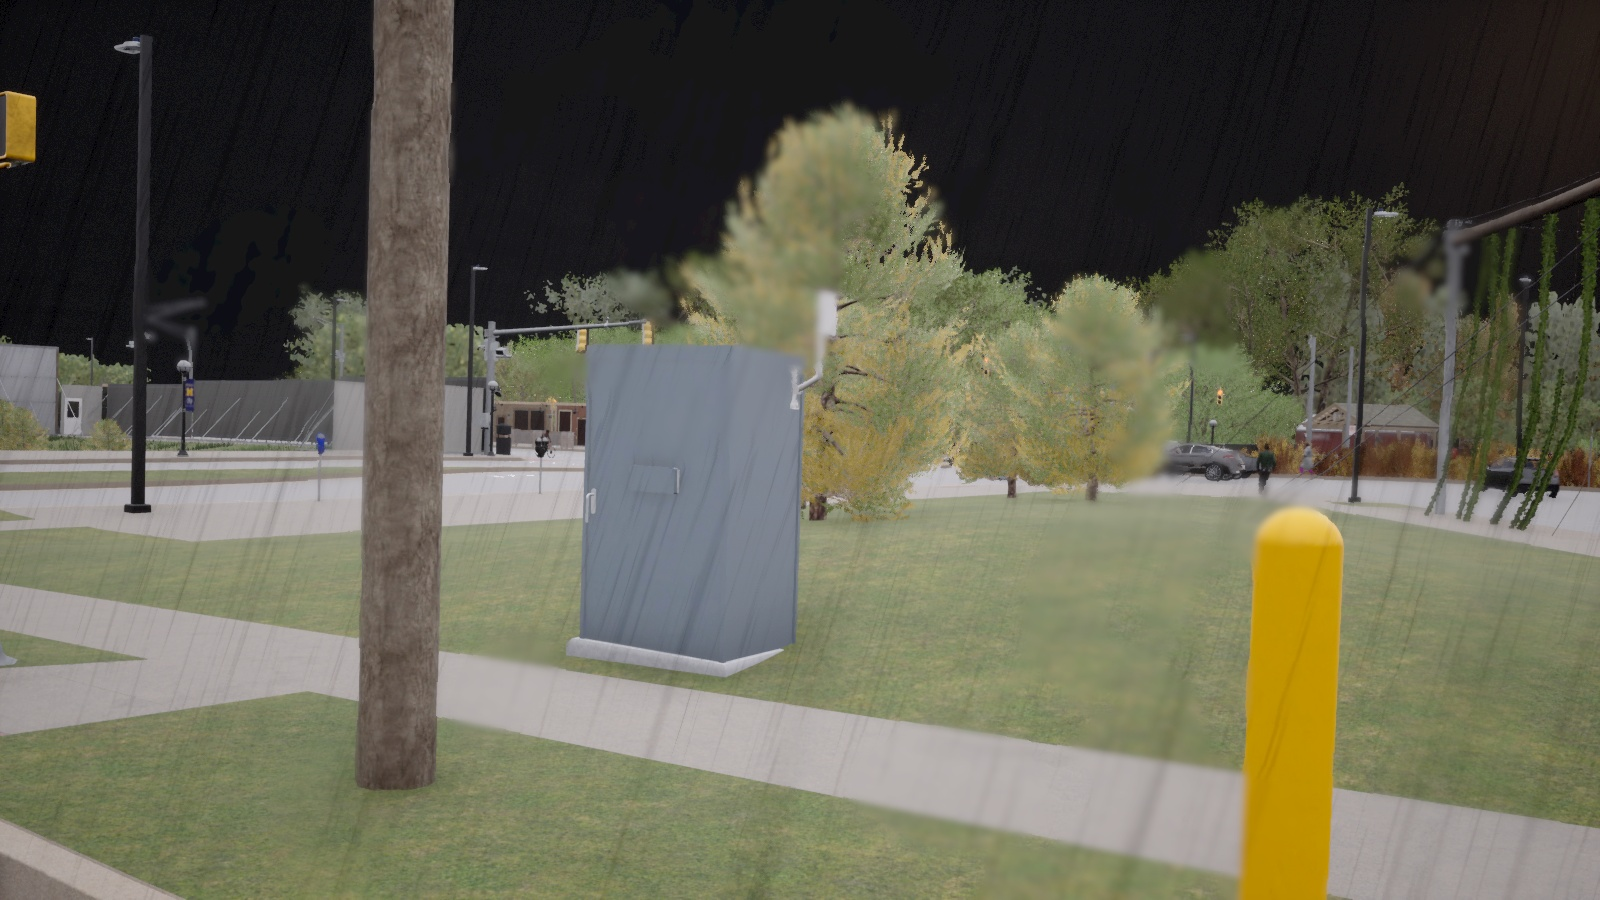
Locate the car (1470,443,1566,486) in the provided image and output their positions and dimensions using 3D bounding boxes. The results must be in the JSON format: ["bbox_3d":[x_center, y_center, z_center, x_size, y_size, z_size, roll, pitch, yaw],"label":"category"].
[{"bbox_3d":[27.609,0.525,48.439,1.845,1.501,3.633,1,2,5],"label":"car"}]

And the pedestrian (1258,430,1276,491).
[{"bbox_3d":[15.308,0.341,41.204,0.423,1.949,0.788,1,2,14],"label":"pedestrian"}]

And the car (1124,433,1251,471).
[{"bbox_3d":[17.393,0.084,56.400,5.027,1.651,2.152,0,1,34],"label":"car"}]

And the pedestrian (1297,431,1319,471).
[{"bbox_3d":[25.618,0.050,63.342,0.873,1.952,0.659,2,2,34],"label":"pedestrian"}]

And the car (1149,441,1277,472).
[{"bbox_3d":[19.501,0.293,59.383,5.357,1.411,2.033,0,1,34],"label":"car"}]
